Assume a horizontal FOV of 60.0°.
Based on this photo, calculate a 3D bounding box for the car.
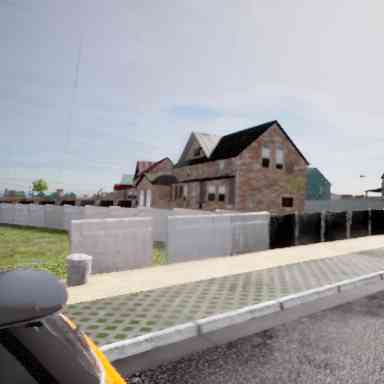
[{"bbox_3d":[-2.456,1.343,1.317,4.553,1.767,2.097,1,0,-35],"label":"car"}]
